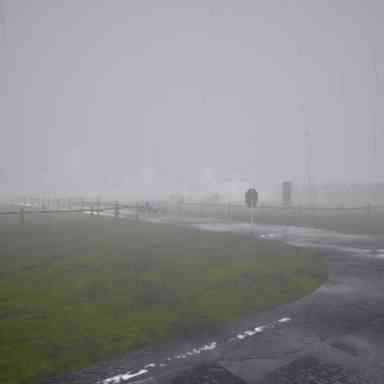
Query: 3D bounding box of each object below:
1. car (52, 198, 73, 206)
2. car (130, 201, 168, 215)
[{"bbox_3d":[-20.933,1.568,53.722,1.895,1.301,4.718,1,-1,-41],"label":"car"},{"bbox_3d":[-4.480,1.604,33.857,1.895,1.301,4.718,1,-1,-38],"label":"car"}]
